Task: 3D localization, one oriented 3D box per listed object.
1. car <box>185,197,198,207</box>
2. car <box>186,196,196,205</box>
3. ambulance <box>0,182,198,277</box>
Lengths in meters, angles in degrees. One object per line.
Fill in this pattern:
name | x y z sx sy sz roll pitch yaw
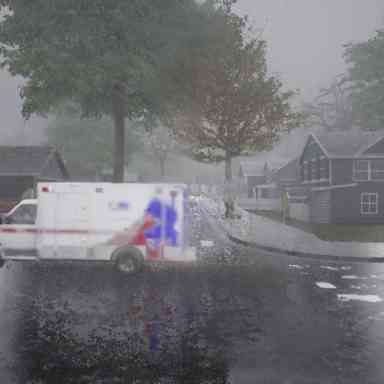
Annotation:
car | -0.139 1.577 52.256 1.994 1.385 4.181 0 0 0
car | -0.166 1.539 62.262 1.812 1.442 4.674 0 0 0
ambulance | -3.039 0.983 9.809 6.366 2.431 2.351 1 0 0
